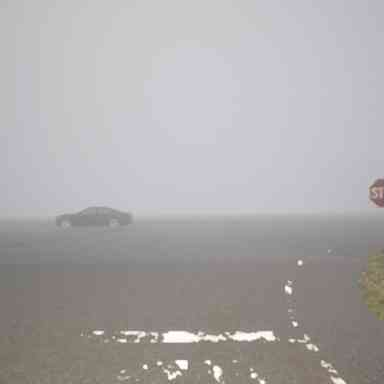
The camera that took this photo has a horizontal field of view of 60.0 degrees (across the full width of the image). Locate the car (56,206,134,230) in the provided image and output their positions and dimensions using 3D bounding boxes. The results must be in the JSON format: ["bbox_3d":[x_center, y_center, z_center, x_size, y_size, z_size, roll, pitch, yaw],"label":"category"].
[{"bbox_3d":[-6.339,1.673,21.902,5.008,1.535,1.882,0,-2,0],"label":"car"}]
